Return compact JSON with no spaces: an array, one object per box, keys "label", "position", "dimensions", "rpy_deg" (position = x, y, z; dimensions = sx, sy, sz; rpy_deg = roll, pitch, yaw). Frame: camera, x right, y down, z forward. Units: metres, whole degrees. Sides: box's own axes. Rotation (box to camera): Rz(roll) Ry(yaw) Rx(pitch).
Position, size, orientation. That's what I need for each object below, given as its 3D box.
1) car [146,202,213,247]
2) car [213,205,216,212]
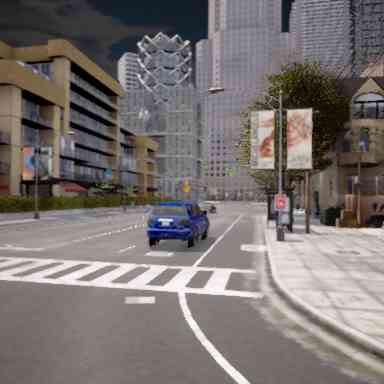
[{"label":"car","position":[-0.563,1.511,16.875],"dimensions":[2.150,2.045,5.566],"rpy_deg":[0,-1,12]},{"label":"car","position":[2.465,2.438,50.239],"dimensions":[2.033,1.411,5.357],"rpy_deg":[0,-1,12]}]
